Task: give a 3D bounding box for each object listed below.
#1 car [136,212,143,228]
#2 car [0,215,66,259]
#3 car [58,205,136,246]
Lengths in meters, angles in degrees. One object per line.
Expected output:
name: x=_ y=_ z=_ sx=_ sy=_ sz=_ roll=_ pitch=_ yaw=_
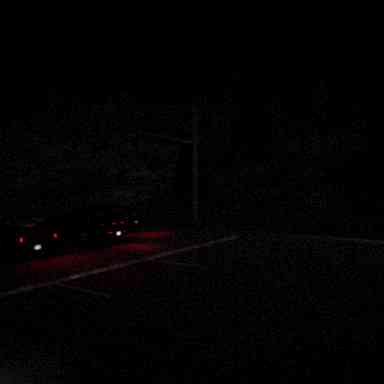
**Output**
car: x=-5.209 y=1.494 z=19.515 sx=5.008 sy=1.535 sz=1.882 roll=0 pitch=0 yaw=30
car: x=-7.228 y=1.617 z=12.618 sx=4.718 sy=1.301 sz=1.895 roll=0 pitch=0 yaw=31
car: x=-5.211 y=1.519 z=15.480 sx=4.892 sy=1.490 sz=1.837 roll=0 pitch=0 yaw=31
